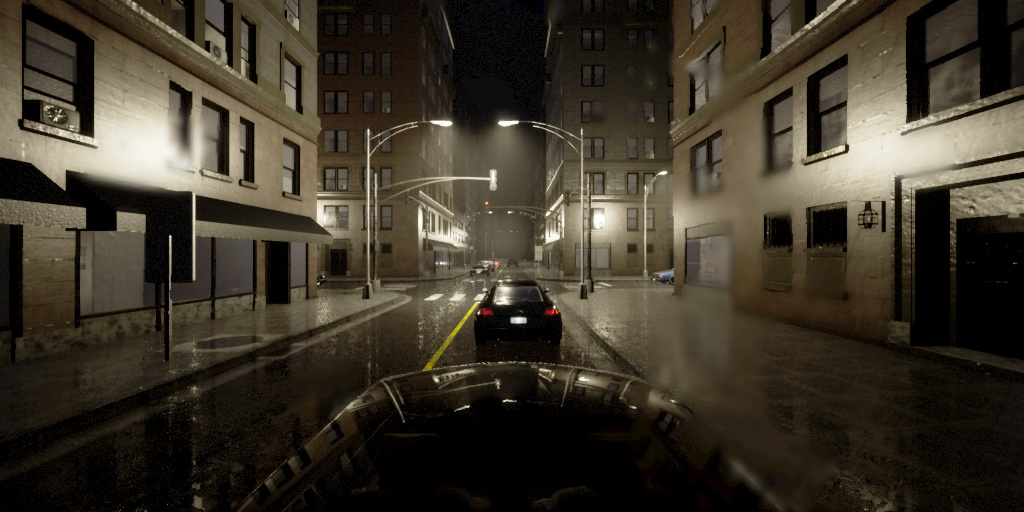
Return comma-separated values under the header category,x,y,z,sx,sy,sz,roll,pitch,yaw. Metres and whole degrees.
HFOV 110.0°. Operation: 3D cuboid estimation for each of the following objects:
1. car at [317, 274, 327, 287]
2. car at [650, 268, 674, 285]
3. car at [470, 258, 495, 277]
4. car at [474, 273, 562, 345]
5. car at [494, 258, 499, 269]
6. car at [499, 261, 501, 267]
category,x,y,z,sx,sy,sz,roll,pitch,yaw
car,-14.016,1.386,21.877,4.718,1.301,1.895,0,0,0
car,12.627,1.261,25.150,5.357,1.411,2.033,0,0,0
car,-3.079,1.240,35.702,2.128,1.511,4.902,0,0,0
car,0.118,1.314,9.497,1.994,1.385,4.181,0,0,-1
car,-3.077,1.294,45.949,2.033,1.411,5.357,0,0,0
car,-3.060,1.093,55.850,2.097,1.767,4.553,0,0,-1
